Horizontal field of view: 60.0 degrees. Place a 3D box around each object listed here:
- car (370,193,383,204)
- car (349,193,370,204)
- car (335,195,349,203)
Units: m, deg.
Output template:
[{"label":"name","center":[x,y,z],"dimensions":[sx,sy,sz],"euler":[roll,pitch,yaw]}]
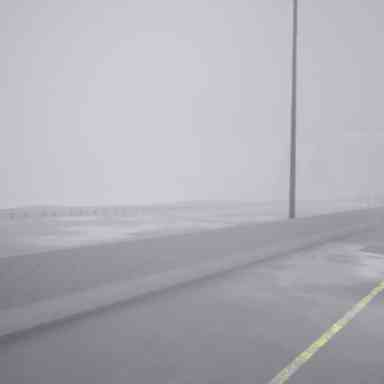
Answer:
[{"label":"car","center":[35.585,1.300,62.098],"dimensions":[2.150,2.045,5.566],"euler":[1,0,41]},{"label":"car","center":[32.950,1.250,64.401],"dimensions":[2.150,2.045,5.566],"euler":[1,0,41]},{"label":"car","center":[30.330,1.454,66.727],"dimensions":[1.882,1.535,5.008],"euler":[1,0,41]}]
